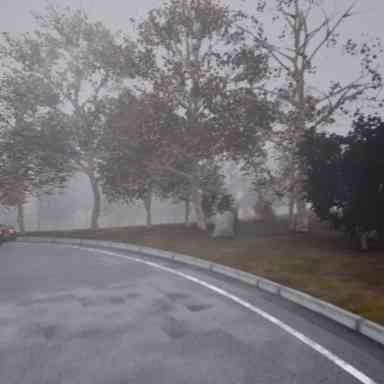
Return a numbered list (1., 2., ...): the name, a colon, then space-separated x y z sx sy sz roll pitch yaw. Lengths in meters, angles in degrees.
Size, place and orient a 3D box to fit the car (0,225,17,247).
1. car: -10.217 1.841 14.465 5.357 1.411 2.033 -3 -1 21
